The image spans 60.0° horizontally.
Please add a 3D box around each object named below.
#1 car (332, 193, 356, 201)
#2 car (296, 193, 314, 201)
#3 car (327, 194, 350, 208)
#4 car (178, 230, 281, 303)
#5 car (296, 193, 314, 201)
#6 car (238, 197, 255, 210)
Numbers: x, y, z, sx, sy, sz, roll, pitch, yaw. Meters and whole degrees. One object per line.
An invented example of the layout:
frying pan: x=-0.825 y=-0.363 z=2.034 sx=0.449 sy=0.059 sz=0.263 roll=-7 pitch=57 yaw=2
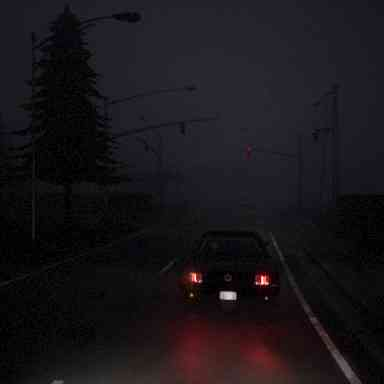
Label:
car: x=34.367 y=1.131 z=75.348 sx=4.605 sy=1.855 sz=1.932 roll=0 pitch=0 yaw=10
car: x=27.182 y=1.112 z=79.940 sx=3.866 sy=1.878 sz=1.905 roll=0 pitch=0 yaw=10
car: x=20.161 y=1.350 z=43.016 sx=5.027 sy=1.636 sz=2.152 roll=0 pitch=0 yaw=10
car: x=0.973 y=1.604 z=8.266 sx=1.895 sy=1.301 sz=4.718 roll=0 pitch=0 yaw=8
car: x=26.007 y=1.395 z=76.770 sx=3.806 sy=1.475 sz=1.970 roll=0 pitch=0 yaw=10
car: x=7.149 y=1.371 z=43.212 sx=2.097 sy=1.767 sz=4.553 roll=0 pitch=0 yaw=10
